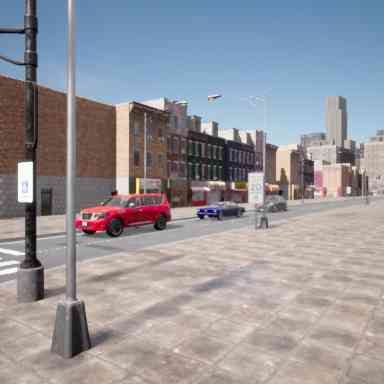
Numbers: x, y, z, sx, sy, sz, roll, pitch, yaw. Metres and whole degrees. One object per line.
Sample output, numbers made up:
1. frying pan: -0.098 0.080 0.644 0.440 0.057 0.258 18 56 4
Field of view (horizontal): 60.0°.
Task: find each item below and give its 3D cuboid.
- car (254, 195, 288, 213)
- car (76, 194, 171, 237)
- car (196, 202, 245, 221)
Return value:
1. car: 8.067 1.140 33.900 2.097 1.767 4.553 0 0 36
2. car: -3.415 1.118 17.795 2.150 2.045 5.566 0 0 35
3. car: 2.296 1.436 25.825 1.895 1.301 4.718 0 0 35
